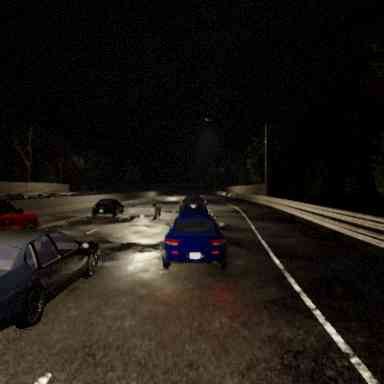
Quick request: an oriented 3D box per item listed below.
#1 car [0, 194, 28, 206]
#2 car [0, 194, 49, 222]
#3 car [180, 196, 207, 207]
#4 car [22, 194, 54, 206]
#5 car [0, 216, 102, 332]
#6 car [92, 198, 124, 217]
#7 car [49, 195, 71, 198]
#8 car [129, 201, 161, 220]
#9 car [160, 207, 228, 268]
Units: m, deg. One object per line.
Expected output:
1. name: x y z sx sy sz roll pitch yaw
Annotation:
1. car: -24.550 1.048 45.368 1.837 1.490 4.892 0 0 0
2. car: -6.909 1.108 10.505 2.150 2.045 5.566 0 0 0
3. car: 0.097 1.077 26.346 2.097 1.767 4.553 0 1 0
4. car: -21.050 1.031 45.684 2.128 1.511 4.902 0 0 0
5. car: -3.429 1.475 6.761 2.033 1.411 5.357 0 1 0
6. car: -6.899 1.238 27.595 1.812 1.442 4.674 0 1 0
7. car: -17.556 1.091 45.136 2.033 1.411 5.357 0 1 0
8. car: -3.407 1.339 24.967 1.895 1.301 4.718 0 1 0
9. car: 0.089 1.411 10.678 1.812 1.442 4.674 0 1 0
